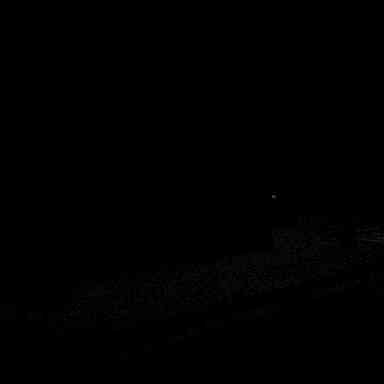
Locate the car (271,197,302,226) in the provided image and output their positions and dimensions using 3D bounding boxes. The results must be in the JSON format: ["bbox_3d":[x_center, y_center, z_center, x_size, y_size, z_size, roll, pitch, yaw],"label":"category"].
[{"bbox_3d":[4.067,1.078,20.841,2.192,1.841,5.009,0,1,-36],"label":"car"}]

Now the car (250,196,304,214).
[{"bbox_3d":[7.646,1.129,30.416,1.752,1.417,4.829,0,1,-36],"label":"car"}]
